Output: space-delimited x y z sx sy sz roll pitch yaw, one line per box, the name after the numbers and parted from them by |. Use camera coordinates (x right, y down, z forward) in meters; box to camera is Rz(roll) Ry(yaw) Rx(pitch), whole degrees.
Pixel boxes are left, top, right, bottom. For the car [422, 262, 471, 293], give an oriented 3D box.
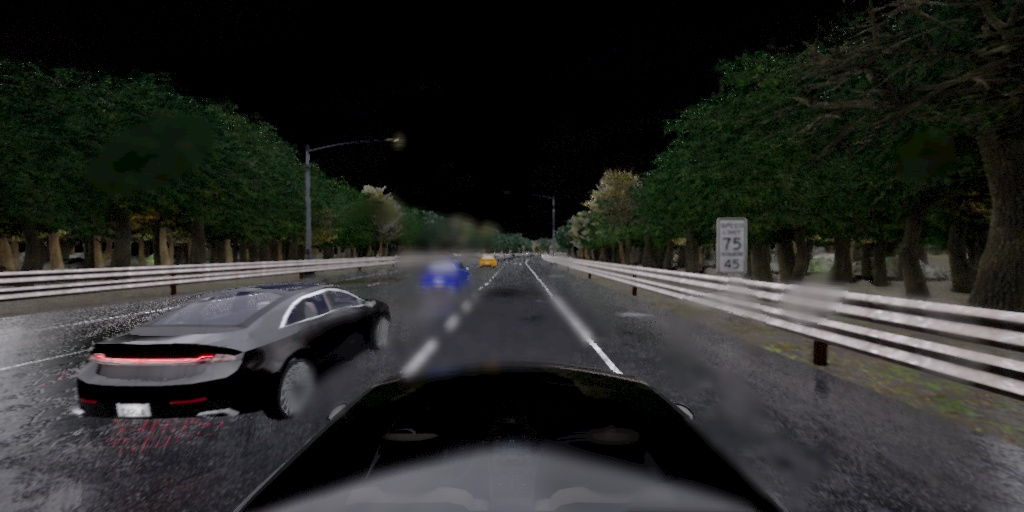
-3.346 1.039 19.029 1.882 1.535 5.008 0 0 1 | car

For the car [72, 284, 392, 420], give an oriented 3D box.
-3.498 1.194 5.761 2.128 1.511 4.902 0 1 1 | car

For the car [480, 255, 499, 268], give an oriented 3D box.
-3.033 0.707 46.535 1.882 1.535 5.008 0 0 1 | car
